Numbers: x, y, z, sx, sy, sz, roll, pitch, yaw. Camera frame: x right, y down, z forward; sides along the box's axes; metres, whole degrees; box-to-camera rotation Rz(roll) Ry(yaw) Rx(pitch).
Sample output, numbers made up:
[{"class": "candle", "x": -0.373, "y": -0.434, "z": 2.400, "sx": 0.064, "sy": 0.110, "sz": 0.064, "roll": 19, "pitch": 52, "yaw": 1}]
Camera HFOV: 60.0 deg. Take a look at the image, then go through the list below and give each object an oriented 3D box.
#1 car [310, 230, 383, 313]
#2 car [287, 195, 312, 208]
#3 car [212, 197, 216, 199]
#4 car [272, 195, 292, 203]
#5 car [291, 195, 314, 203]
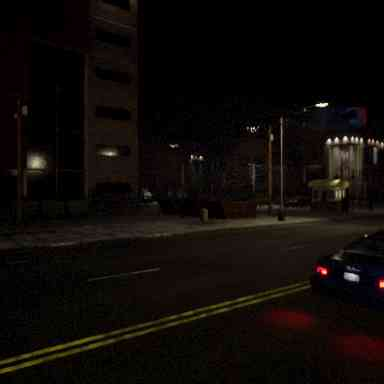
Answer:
[{"class": "car", "x": 4.851, "y": 1.538, "z": 7.291, "sx": 5.357, "sy": 1.411, "sz": 2.033, "roll": 0, "pitch": 0, "yaw": -35}, {"class": "car", "x": 14.834, "y": 1.211, "z": 45.970, "sx": 4.553, "sy": 1.767, "sz": 2.185, "roll": 0, "pitch": 0, "yaw": -36}, {"class": "car", "x": 4.040, "y": 1.531, "z": 60.500, "sx": 4.718, "sy": 1.301, "sz": 1.895, "roll": 0, "pitch": 0, "yaw": -36}, {"class": "car", "x": 18.744, "y": 1.390, "z": 69.048, "sx": 3.806, "sy": 1.475, "sz": 1.970, "roll": 0, "pitch": 0, "yaw": -36}, {"class": "car", "x": 21.667, "y": 1.358, "z": 65.059, "sx": 4.674, "sy": 1.452, "sz": 2.002, "roll": 0, "pitch": 0, "yaw": -36}]
